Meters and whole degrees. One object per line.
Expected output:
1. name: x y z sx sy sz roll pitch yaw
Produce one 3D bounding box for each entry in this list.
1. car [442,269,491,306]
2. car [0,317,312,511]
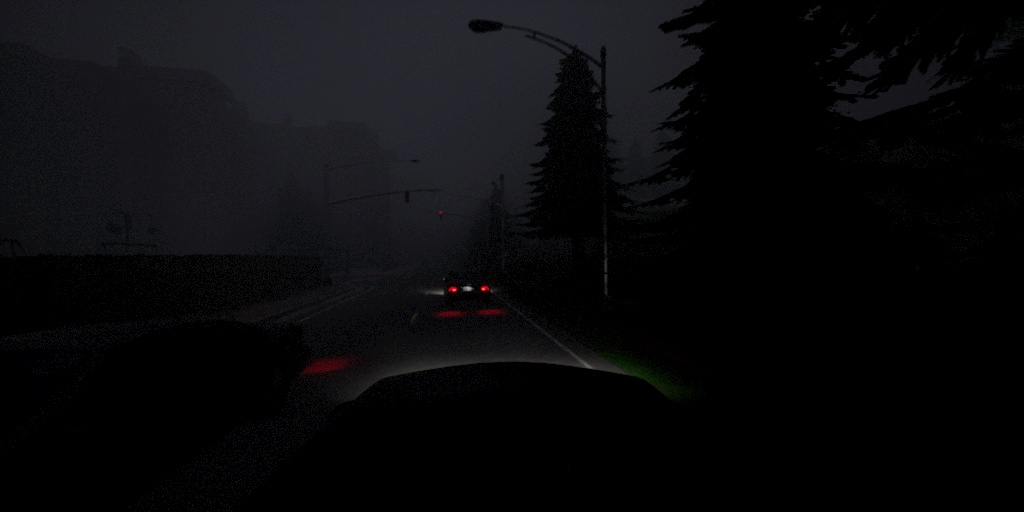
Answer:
1. car: -2.041 1.262 15.793 2.033 1.411 5.357 -1 0 -10
2. car: -3.739 1.340 3.128 2.033 1.411 5.357 -1 0 -6
